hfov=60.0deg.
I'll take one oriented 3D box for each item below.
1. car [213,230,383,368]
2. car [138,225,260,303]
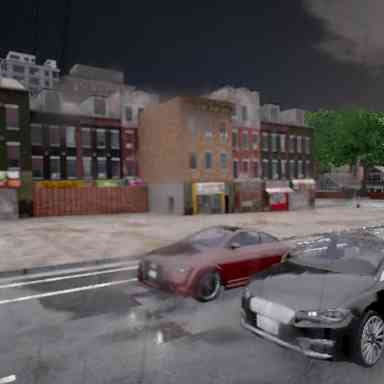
[{"bbox_3d":[2.991,1.485,5.819,4.902,1.511,2.128,0,0,-35],"label":"car"},{"bbox_3d":[0.792,1.558,8.241,4.181,1.385,1.994,0,0,-35],"label":"car"}]
